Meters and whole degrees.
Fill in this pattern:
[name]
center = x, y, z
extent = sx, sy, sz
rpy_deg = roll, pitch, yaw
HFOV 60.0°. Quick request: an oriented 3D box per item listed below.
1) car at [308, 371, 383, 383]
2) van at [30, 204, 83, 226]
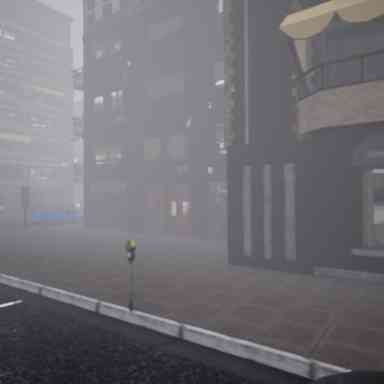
[car]
center = 2.413, 1.537, 1.151
extent = 4.403, 1.369, 2.008
rpy_deg = -1, 0, 35
[van]
center = -11.849, 1.955, 28.817
extent = 1.690, 1.788, 3.998
rpy_deg = -2, -2, 35
